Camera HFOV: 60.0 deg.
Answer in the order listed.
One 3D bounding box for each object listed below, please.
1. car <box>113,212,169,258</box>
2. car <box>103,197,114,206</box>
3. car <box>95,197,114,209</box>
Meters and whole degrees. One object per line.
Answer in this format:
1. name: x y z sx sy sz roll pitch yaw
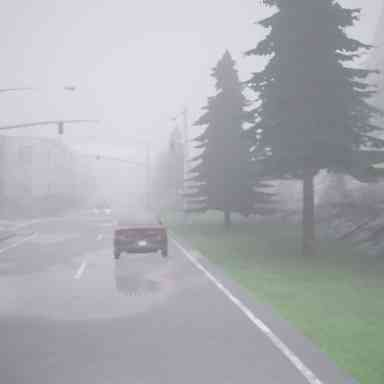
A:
1. car: -2.085 1.522 13.194 1.882 1.535 5.008 0 0 -11
2. car: -15.869 1.783 63.114 1.812 1.442 4.674 0 0 -11
3. car: -12.957 1.557 48.461 2.097 1.767 4.553 0 0 -11
